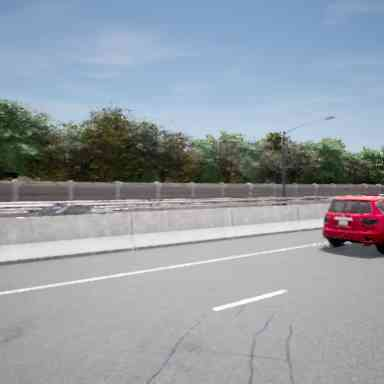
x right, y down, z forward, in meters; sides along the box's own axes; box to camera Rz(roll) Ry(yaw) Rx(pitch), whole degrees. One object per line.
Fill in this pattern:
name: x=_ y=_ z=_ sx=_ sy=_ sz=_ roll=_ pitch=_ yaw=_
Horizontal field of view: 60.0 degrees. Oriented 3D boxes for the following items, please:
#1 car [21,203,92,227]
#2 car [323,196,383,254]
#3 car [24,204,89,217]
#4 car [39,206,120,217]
car: x=-9.325 y=1.529 z=23.008 sx=4.181 sy=1.385 sz=1.994 roll=0 pitch=0 yaw=-35
car: x=7.573 y=1.169 z=13.335 sx=5.566 sy=2.045 sz=2.150 roll=-1 pitch=0 yaw=-35
car: x=-7.303 y=1.495 z=20.149 sx=4.674 sy=1.442 sz=1.812 roll=0 pitch=0 yaw=-35
car: x=-5.125 y=1.572 z=17.400 sx=4.718 sy=1.301 sz=1.895 roll=0 pitch=0 yaw=-35
